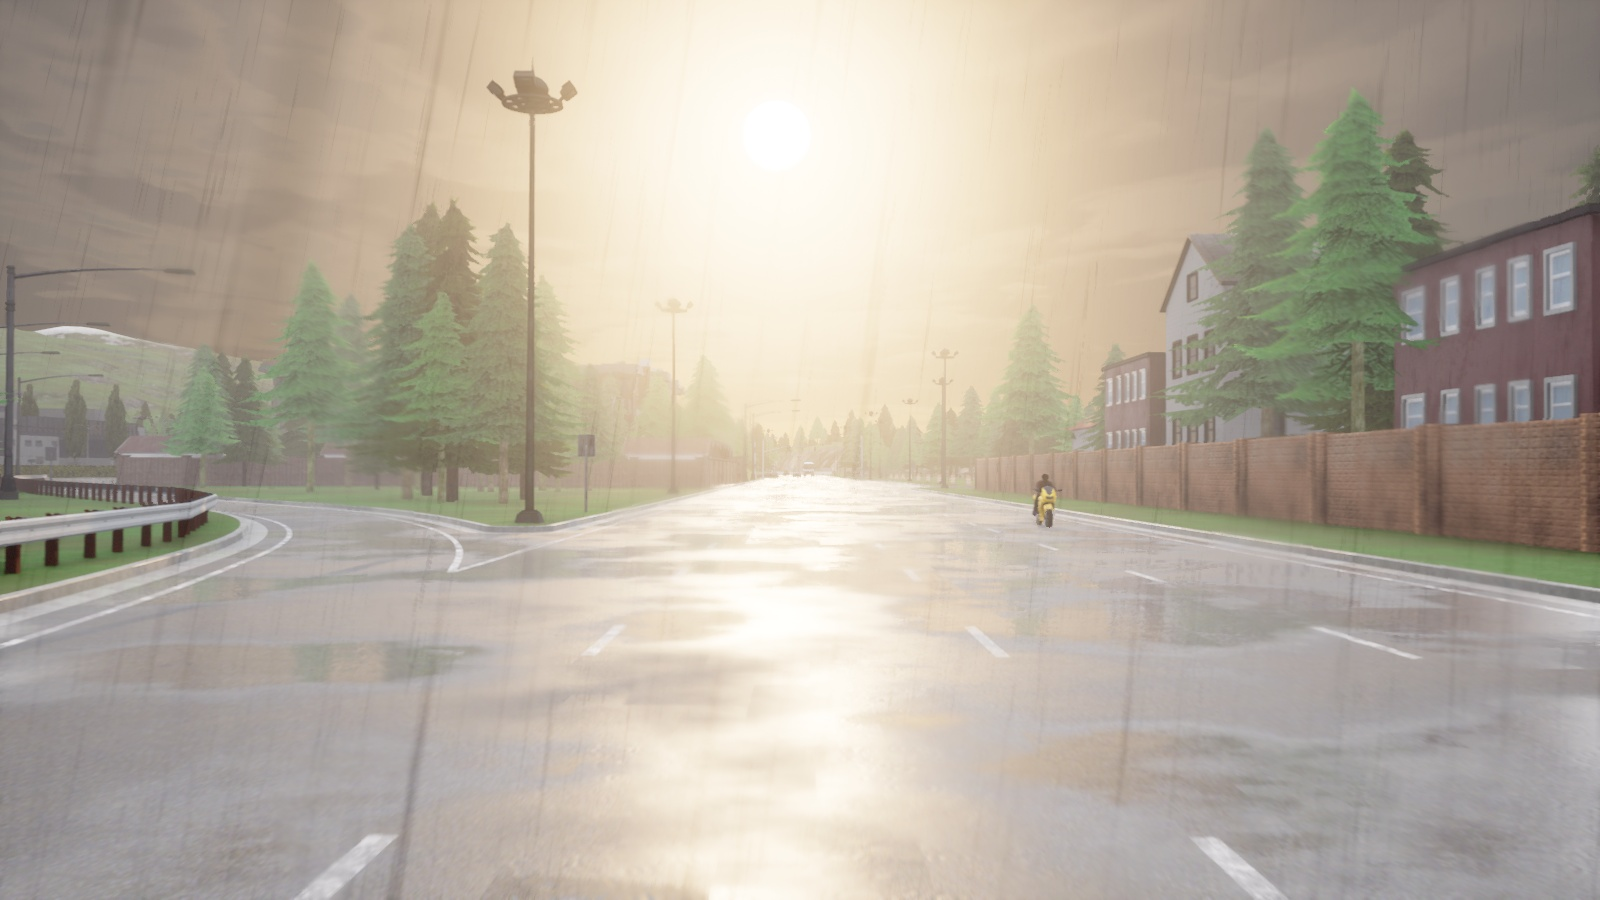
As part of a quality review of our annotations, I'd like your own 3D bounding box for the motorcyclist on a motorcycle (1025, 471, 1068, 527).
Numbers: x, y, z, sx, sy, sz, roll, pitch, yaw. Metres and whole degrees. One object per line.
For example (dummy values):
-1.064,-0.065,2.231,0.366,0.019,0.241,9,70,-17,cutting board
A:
6.905,1.359,35.270,0.797,1.523,2.044,0,-1,0,motorcyclist on a motorcycle
